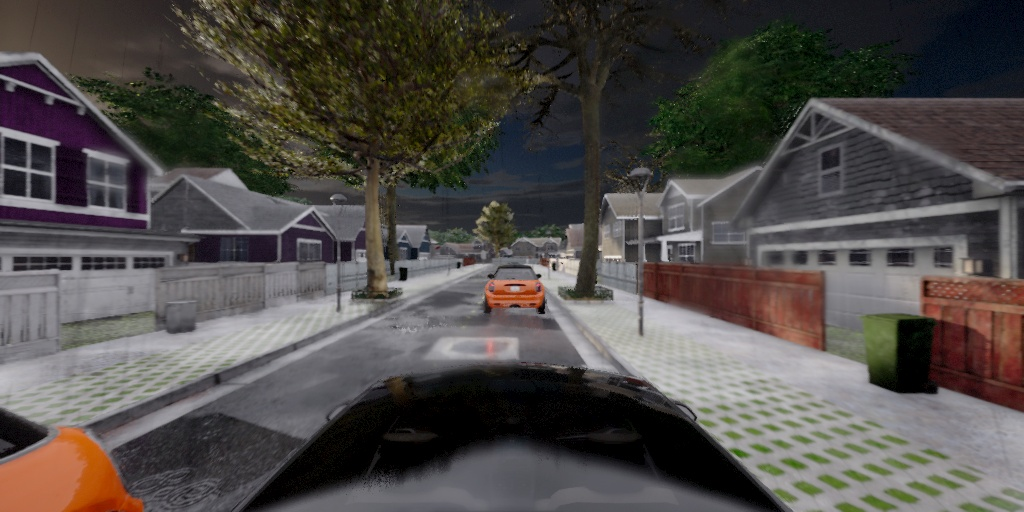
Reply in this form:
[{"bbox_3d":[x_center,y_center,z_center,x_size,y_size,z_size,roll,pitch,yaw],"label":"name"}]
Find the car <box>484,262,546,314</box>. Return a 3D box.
[{"bbox_3d":[0.103,1.112,14.063,2.097,1.767,4.553,0,0,0],"label":"car"}]
